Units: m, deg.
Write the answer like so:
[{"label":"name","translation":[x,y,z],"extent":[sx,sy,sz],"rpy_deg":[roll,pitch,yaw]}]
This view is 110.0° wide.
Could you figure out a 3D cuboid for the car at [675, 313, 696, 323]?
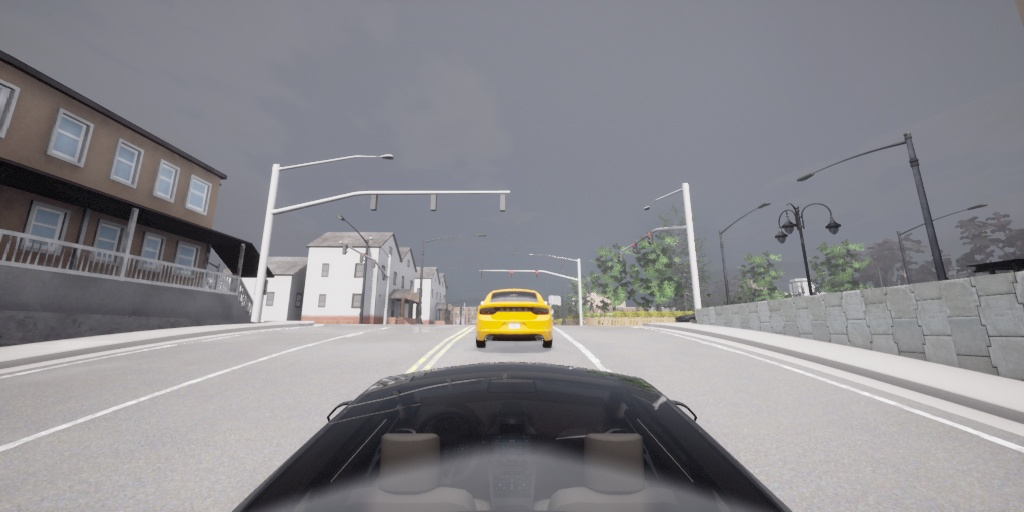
[{"label":"car","translation":[16.455,5.256,30.395],"extent":[5.008,1.535,1.882],"rpy_deg":[0,-12,1]}]

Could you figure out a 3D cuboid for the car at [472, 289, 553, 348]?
[{"label":"car","translation":[0.059,1.721,10.530],"extent":[1.882,1.535,5.008],"rpy_deg":[0,-7,0]}]

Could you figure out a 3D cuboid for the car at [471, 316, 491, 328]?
[{"label":"car","translation":[-3.650,7.963,42.969],"extent":[1.895,1.301,4.718],"rpy_deg":[0,-12,0]}]
